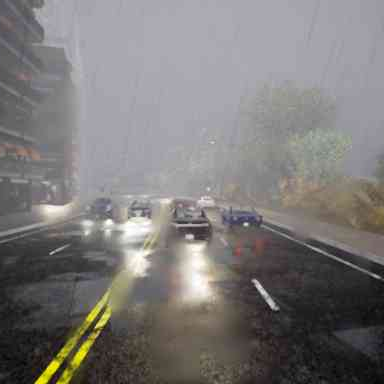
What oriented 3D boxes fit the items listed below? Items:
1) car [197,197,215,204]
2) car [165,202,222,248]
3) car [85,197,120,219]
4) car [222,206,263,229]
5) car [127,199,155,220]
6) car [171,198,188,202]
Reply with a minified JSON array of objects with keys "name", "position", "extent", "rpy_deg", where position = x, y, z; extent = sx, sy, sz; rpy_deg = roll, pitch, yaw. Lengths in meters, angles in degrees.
[{"name":"car","position":[1.668,1.310,39.946],"extent":[1.812,1.442,4.674],"rpy_deg":[0,0,-5]},{"name":"car","position":[-0.153,1.417,14.492],"extent":[2.128,1.511,4.902],"rpy_deg":[0,0,-2]},{"name":"car","position":[-7.358,1.222,27.702],"extent":[2.097,1.767,4.553],"rpy_deg":[0,0,-3]},{"name":"car","position":[2.888,1.490,20.463],"extent":[1.895,1.301,4.718],"rpy_deg":[0,0,-2]},{"name":"car","position":[-4.064,1.362,26.815],"extent":[2.128,1.511,4.902],"rpy_deg":[0,0,-3]},{"name":"car","position":[-1.338,1.373,36.660],"extent":[1.994,1.385,4.181],"rpy_deg":[0,0,-4]}]
